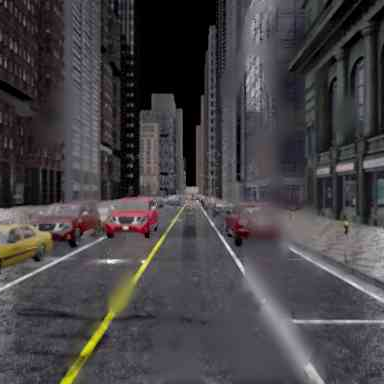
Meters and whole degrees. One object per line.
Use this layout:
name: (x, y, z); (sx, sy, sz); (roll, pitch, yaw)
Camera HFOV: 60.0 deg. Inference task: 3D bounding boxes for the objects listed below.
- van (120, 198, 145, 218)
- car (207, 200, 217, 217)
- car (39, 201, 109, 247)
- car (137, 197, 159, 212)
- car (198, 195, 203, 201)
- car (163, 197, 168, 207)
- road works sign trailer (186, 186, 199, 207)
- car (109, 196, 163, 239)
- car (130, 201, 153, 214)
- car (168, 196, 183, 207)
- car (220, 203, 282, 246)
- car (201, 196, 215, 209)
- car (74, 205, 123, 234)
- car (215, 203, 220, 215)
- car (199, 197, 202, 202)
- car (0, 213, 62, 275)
van: (-5.734, 1.511, 32.546); (1.690, 1.788, 3.998); (0, 0, 0)
car: (2.792, 1.722, 32.543); (2.008, 1.369, 4.403); (0, 0, 0)
car: (-5.751, 1.394, 15.624); (2.192, 1.841, 5.009); (0, 0, 0)
car: (-5.723, 1.550, 43.827); (2.192, 1.841, 5.009); (0, 0, 0)
car: (2.836, 1.979, 77.666); (1.887, 1.381, 4.507); (0, 0, 0)
car: (-5.712, 1.616, 55.108); (2.192, 1.841, 5.009); (0, 0, 0)
road works sign trailer: (0.057, 0.784, 58.139); (2.380, 3.560, 2.880); (0, 0, 0)
car: (-3.083, 1.315, 18.227); (2.150, 2.045, 5.566); (0, 0, 0)
car: (-5.728, 1.753, 38.185); (2.008, 1.369, 4.403); (0, 0, 0)
car: (-2.979, 1.875, 59.541); (2.033, 1.411, 5.357); (0, 0, 1)
car: (2.774, 1.395, 15.623); (2.192, 1.841, 5.009); (0, 0, 0)
car: (2.808, 1.709, 49.464); (1.967, 1.590, 4.097); (0, 0, 0)
car: (-5.745, 1.633, 21.094); (1.752, 1.417, 4.829); (0, 0, 0)
car: (2.781, 1.661, 21.262); (2.008, 1.369, 4.403); (0, 0, 0)
car: (2.820, 1.901, 60.744); (1.947, 1.339, 4.313); (0, 0, 0)
car: (-5.756, 1.574, 9.812); (1.752, 1.417, 4.829); (0, 0, 0)
